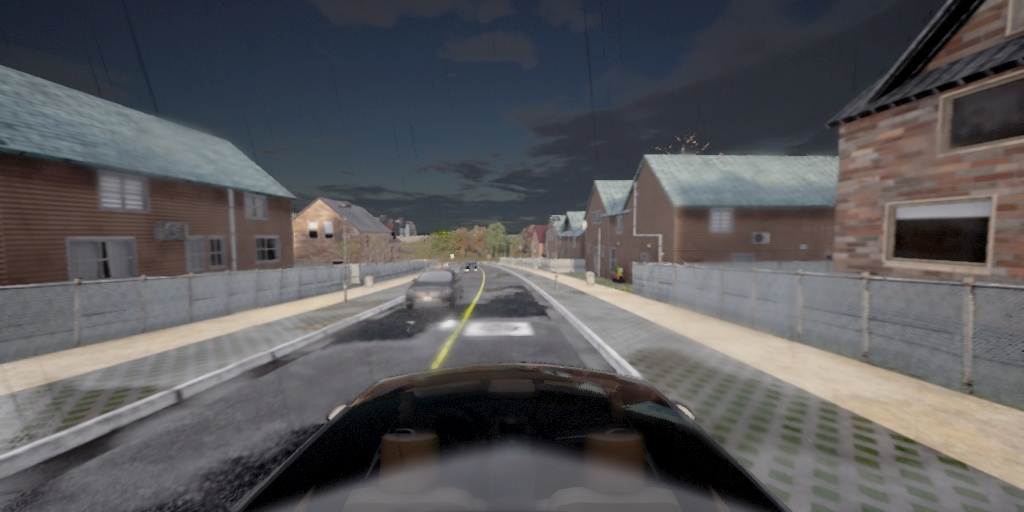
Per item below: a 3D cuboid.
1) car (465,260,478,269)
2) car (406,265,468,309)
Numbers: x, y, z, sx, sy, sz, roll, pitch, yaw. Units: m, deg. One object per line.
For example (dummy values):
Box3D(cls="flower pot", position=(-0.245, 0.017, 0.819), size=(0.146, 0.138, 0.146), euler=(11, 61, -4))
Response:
Box3D(cls="car", position=(-6.419, 1.343, 56.968), size=(2.033, 1.411, 5.357), euler=(-1, 0, -7))
Box3D(cls="car", position=(-3.108, 1.279, 15.214), size=(1.812, 1.442, 4.674), euler=(0, 0, -2))
